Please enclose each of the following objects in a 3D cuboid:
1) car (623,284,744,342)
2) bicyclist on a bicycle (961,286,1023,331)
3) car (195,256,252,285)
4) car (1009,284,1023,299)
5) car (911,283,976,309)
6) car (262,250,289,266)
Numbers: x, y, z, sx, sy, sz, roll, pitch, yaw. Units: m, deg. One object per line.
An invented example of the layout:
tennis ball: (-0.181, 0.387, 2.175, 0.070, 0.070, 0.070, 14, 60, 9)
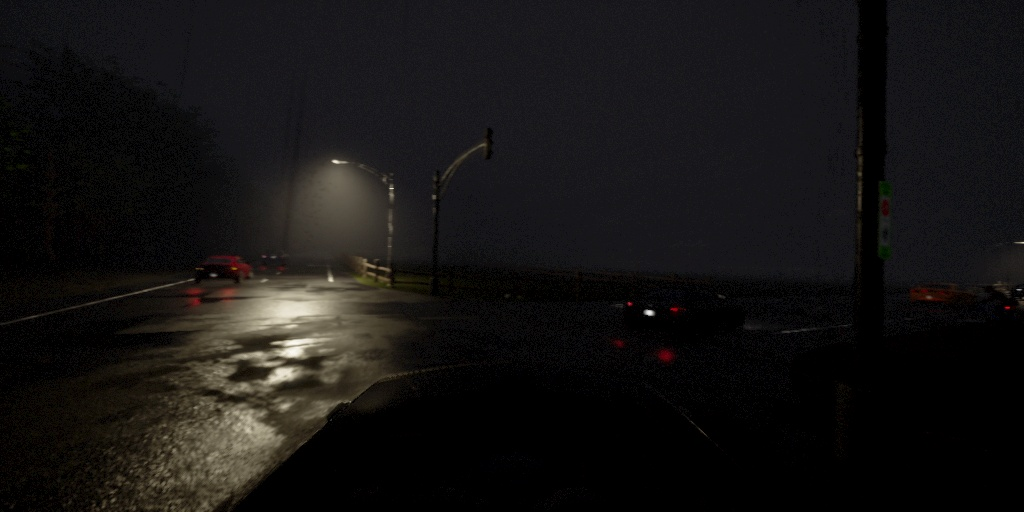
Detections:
car: (5.232, 1.560, 10.797, 4.181, 1.385, 1.994, 3, -1, -38)
bicyclist on a bicycle: (18.615, 1.982, 13.825, 0.582, 1.620, 1.656, 2, 0, -27)
car: (-15.530, 0.708, 19.466, 1.812, 1.442, 4.674, 2, 0, -28)
car: (49.097, 3.419, 33.934, 4.902, 1.511, 2.128, 3, -1, -27)
car: (27.313, 2.449, 22.697, 5.008, 1.535, 1.882, 3, -1, -27)
car: (-25.814, 0.130, 39.241, 2.097, 1.767, 4.553, 2, 0, -28)
